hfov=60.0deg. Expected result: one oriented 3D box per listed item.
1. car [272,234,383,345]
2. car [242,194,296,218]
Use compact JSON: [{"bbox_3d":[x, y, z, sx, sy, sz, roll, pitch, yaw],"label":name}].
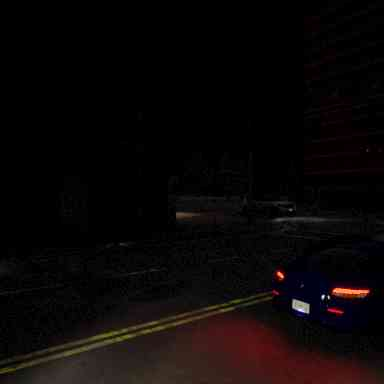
[{"bbox_3d":[3.489,1.526,6.257,4.674,1.442,1.812,0,0,-35],"label":"car"},{"bbox_3d":[7.069,1.222,31.229,2.150,2.045,5.566,0,0,-33],"label":"car"}]
